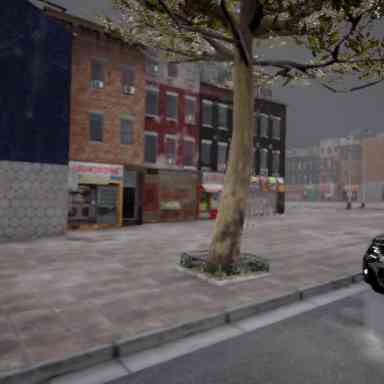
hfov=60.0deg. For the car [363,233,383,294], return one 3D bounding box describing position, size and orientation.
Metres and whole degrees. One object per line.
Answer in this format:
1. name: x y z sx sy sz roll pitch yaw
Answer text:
1. car: 6.070 1.120 7.321 5.566 2.045 2.150 -1 1 -35
